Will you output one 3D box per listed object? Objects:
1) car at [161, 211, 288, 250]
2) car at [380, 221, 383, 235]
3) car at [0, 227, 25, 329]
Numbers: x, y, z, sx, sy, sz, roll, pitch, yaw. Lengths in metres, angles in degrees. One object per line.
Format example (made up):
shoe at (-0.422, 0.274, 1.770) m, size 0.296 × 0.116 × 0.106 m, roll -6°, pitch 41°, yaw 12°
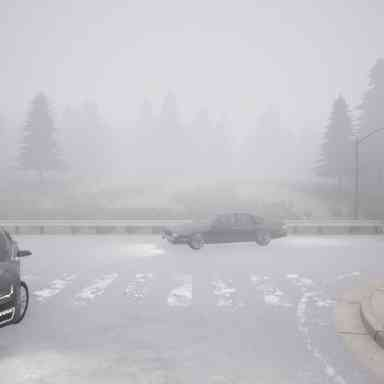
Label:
car at (1.458, 1.547, 14.277) m, size 5.357 × 1.411 × 2.033 m, roll 0°, pitch 0°, yaw -20°
car at (11.237, 1.491, 15.156) m, size 4.902 × 1.511 × 2.128 m, roll 0°, pitch 0°, yaw 0°
car at (-4.457, 1.505, 6.636) m, size 1.837 × 1.490 × 4.892 m, roll 0°, pitch 0°, yaw -28°
